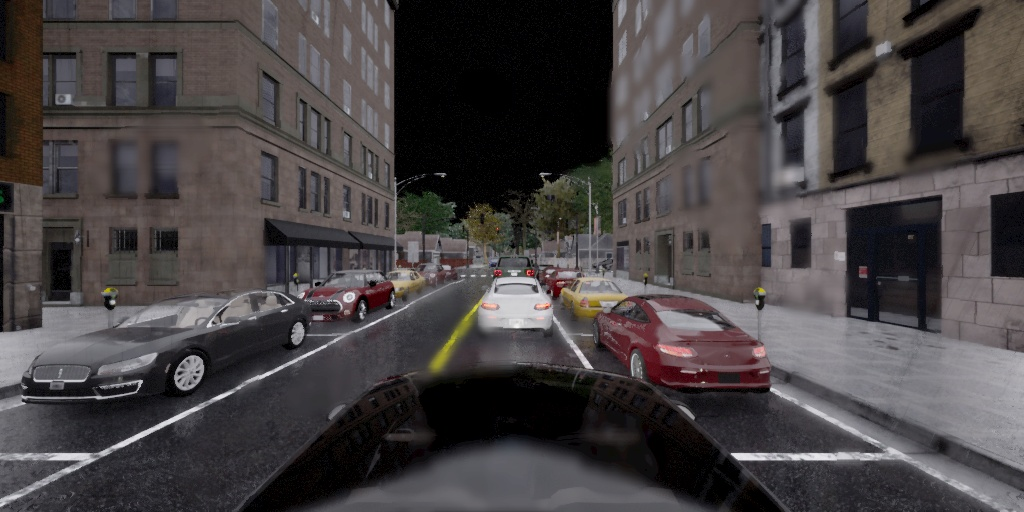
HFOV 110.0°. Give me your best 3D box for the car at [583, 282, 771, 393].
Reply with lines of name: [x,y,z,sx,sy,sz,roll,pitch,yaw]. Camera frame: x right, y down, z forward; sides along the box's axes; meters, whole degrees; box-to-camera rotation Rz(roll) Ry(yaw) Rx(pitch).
car: [2.639,1.332,6.431,1.802,1.307,4.207,0,0,0]

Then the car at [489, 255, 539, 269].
car: [0.110,0.978,19.915,2.150,2.045,5.566,0,0,0]

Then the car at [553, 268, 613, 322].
car: [2.642,1.278,12.120,1.751,1.417,4.829,0,0,0]

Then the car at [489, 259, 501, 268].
car: [-3.043,1.281,64.406,1.882,1.535,5.008,0,0,0]

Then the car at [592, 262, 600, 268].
car: [14.004,1.187,51.459,4.892,1.490,1.837,0,0,1]

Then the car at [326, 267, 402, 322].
car: [-5.383,1.192,11.951,1.967,1.591,4.097,0,0,0]

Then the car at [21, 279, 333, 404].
car: [-5.386,1.301,6.433,2.007,1.370,4.403,0,0,0]

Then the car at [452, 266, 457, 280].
car: [-5.374,1.343,28.508,1.802,1.307,4.207,0,0,0]

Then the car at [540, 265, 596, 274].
car: [2.645,1.300,17.468,1.888,1.381,4.507,0,0,0]

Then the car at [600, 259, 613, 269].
car: [14.506,1.243,48.218,4.181,1.385,1.994,0,0,0]

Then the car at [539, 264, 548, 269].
car: [2.648,1.340,22.986,1.802,1.307,4.207,0,0,0]

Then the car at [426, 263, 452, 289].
car: [-5.377,1.198,22.989,1.967,1.591,4.097,0,0,0]

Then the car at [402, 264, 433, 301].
car: [-5.380,1.280,17.300,1.751,1.417,4.829,0,0,0]

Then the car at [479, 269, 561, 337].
car: [0.103,1.277,10.152,1.812,1.442,4.674,0,0,0]
